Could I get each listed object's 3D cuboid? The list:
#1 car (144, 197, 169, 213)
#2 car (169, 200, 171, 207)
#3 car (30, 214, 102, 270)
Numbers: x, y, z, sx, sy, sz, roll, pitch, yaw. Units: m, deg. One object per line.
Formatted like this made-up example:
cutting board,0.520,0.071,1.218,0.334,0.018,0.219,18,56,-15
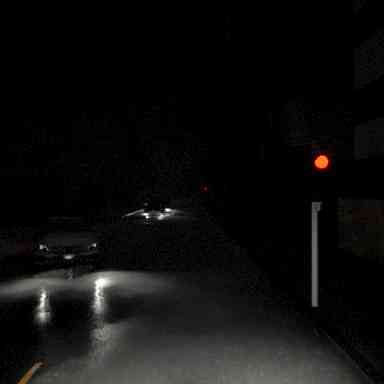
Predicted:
car,-4.127,1.352,37.574,2.097,1.767,4.553,0,0,0
car,-4.116,1.601,47.636,1.895,1.301,4.718,0,0,0
car,-4.278,1.526,11.338,1.812,1.442,4.674,1,-1,-22
